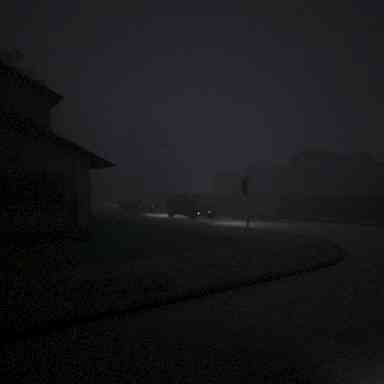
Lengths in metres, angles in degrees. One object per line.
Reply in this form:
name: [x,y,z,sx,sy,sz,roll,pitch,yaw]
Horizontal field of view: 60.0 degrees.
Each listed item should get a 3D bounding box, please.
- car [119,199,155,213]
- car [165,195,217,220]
car: [-6.013,1.625,37.049,1.895,1.301,4.718,0,0,-35]
car: [-0.212,1.246,28.860,2.150,2.045,5.566,0,0,-35]
